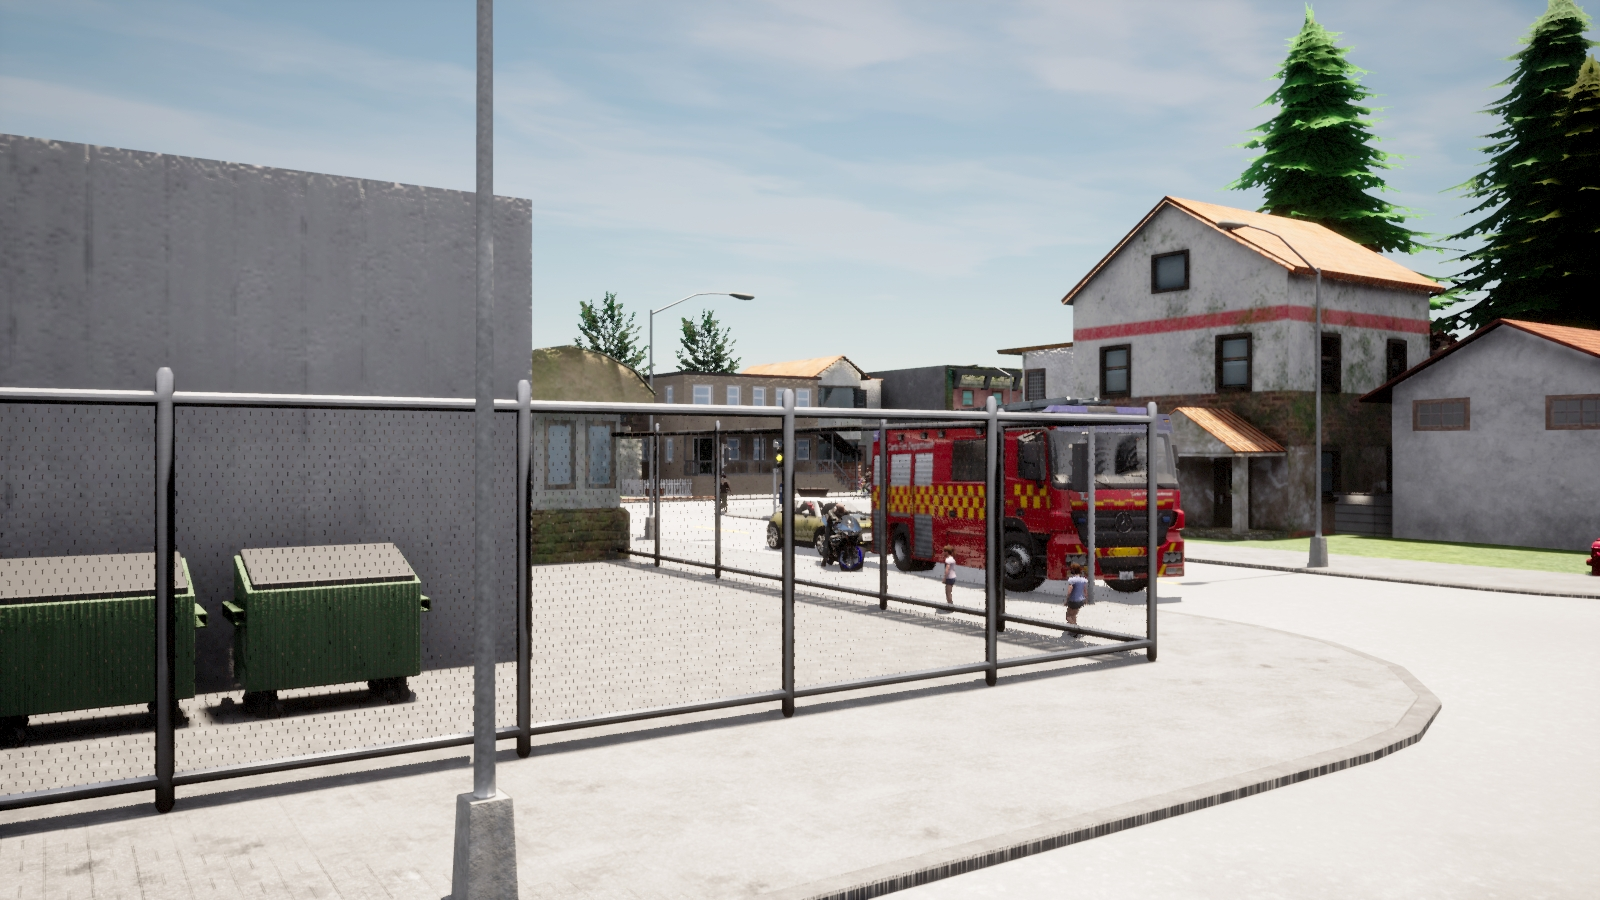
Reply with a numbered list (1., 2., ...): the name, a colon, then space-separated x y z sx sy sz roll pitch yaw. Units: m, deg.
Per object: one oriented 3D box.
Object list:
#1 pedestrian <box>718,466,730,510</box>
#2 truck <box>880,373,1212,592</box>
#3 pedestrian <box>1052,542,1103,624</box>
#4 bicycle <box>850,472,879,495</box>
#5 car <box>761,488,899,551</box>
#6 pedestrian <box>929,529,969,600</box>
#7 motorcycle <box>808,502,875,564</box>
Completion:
1. pedestrian: -3.252 1.628 48.769 0.375 1.860 0.375 0 0 35
2. truck: 4.749 0.674 24.458 2.891 3.827 8.468 1 -1 -20
3. pedestrian: 3.988 1.896 16.439 0.500 1.100 0.500 0 0 -30
4. bicycle: 3.714 1.940 65.827 1.835 1.271 0.329 0 0 -33
5. car: 0.752 1.845 31.311 1.970 1.475 3.806 0 0 -33
6. pedestrian: 2.487 1.895 19.020 0.500 1.100 0.500 0 0 30
7. motorcycle: 0.923 1.872 26.186 0.867 1.251 2.209 0 0 -17
